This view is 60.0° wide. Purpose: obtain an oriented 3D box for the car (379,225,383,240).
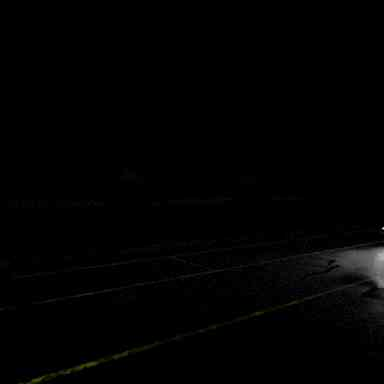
[{"bbox_3d":[10.159,1.595,14.495,4.718,1.301,1.895,0,0,-35],"label":"car"}]
